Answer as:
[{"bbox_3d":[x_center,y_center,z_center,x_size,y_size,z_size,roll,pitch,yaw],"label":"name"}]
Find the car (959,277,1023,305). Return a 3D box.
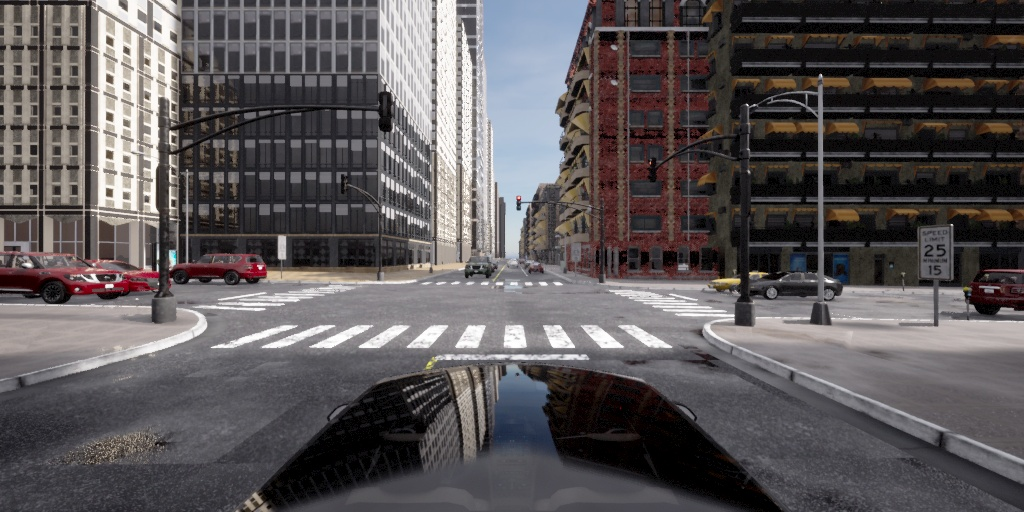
[{"bbox_3d":[27.871,1.893,19.518,4.718,1.301,1.895,1,0,0],"label":"car"}]

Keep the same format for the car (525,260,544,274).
[{"bbox_3d":[2.770,1.341,41.709,1.802,1.307,4.207,0,0,0],"label":"car"}]

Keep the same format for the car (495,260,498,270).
[{"bbox_3d":[-3.063,1.286,43.688,1.812,1.442,4.674,0,0,0],"label":"car"}]

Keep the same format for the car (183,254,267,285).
[{"bbox_3d":[-17.695,0.776,21.744,5.009,1.841,2.192,0,0,0],"label":"car"}]

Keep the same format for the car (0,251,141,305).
[{"bbox_3d":[-17.567,0.757,13.365,5.009,1.841,2.192,0,0,0],"label":"car"}]

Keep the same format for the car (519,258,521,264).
[{"bbox_3d":[2.734,1.321,60.274,2.007,1.370,4.403,0,0,0],"label":"car"}]

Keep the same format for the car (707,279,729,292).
[{"bbox_3d":[14.645,1.587,22.003,4.829,1.417,1.751,0,0,0],"label":"car"}]

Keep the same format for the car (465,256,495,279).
[{"bbox_3d":[-3.077,0.977,33.614,2.150,2.045,5.566,0,0,0],"label":"car"}]

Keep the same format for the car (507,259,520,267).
[{"bbox_3d":[0.151,1.299,64.776,1.812,1.442,4.674,0,0,0],"label":"car"}]

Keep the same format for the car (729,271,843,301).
[{"bbox_3d":[14.926,1.562,19.385,4.892,1.490,1.837,1,0,2],"label":"car"}]

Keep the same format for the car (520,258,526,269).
[{"bbox_3d":[2.729,1.317,54.626,2.007,1.370,4.403,0,0,0],"label":"car"}]

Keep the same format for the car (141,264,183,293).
[{"bbox_3d":[-18.151,0.916,15.951,5.008,1.535,1.882,1,0,0],"label":"car"}]

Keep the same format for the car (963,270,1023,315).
[{"bbox_3d":[20.607,1.461,13.703,5.009,1.841,2.192,0,0,0],"label":"car"}]
